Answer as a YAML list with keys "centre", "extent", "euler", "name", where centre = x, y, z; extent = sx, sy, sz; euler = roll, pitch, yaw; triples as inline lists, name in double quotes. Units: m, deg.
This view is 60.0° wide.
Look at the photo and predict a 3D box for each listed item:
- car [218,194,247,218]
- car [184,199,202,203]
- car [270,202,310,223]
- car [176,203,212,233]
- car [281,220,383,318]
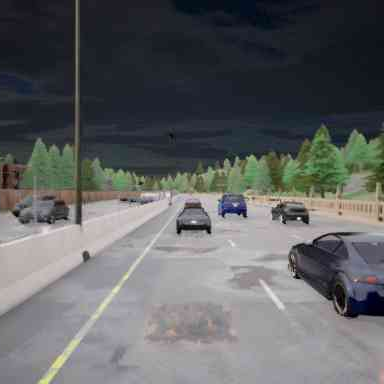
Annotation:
- centre: [3.605, 1.223, 30.216]
  extent: [2.150, 2.045, 5.566]
  euler: [0, 0, 0]
  name: "car"
- centre: [0.106, 1.480, 37.289]
  extent: [1.882, 1.535, 5.008]
  euler: [0, 0, 0]
  name: "car"
- centre: [7.102, 1.506, 24.487]
  extent: [1.837, 1.490, 4.892]
  euler: [0, 0, 0]
  name: "car"
- centre: [0.102, 1.565, 19.704]
  extent: [1.994, 1.385, 4.181]
  euler: [0, 0, 0]
  name: "car"
- centre: [3.602, 1.564, 7.406]
  extent: [1.994, 1.385, 4.181]
  euler: [0, 0, 0]
  name: "car"
